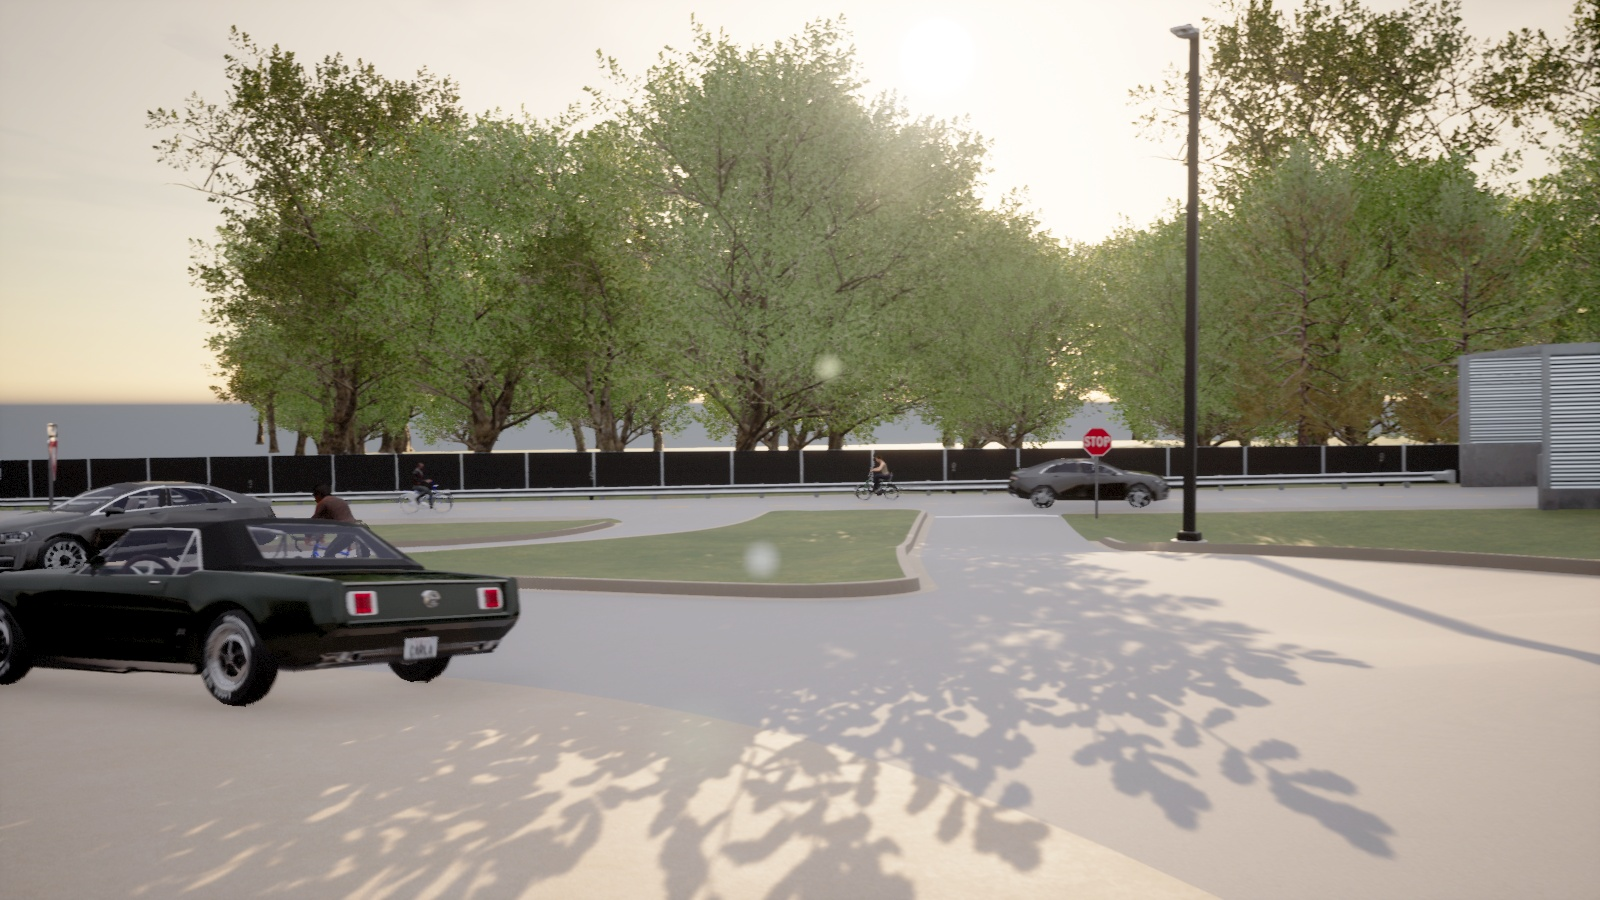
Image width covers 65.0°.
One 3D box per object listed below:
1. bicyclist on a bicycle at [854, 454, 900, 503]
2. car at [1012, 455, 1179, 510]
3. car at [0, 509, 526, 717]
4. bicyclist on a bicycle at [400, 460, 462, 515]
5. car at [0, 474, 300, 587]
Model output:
[{"bbox_3d":[2.681,0.973,43.525,1.509,1.612,0.866,-1,2,8],"label":"bicyclist on a bicycle"},{"bbox_3d":[9.091,0.985,39.019,4.902,1.511,2.128,-1,2,9],"label":"car"},{"bbox_3d":[-4.608,1.198,9.863,4.718,1.301,1.895,-3,-6,29],"label":"car"},{"bbox_3d":[-12.404,1.272,42.235,1.843,1.776,0.659,-1,2,9],"label":"bicyclist on a bicycle"},{"bbox_3d":[-11.295,1.245,21.206,2.128,1.511,4.902,-1,0,35],"label":"car"}]
